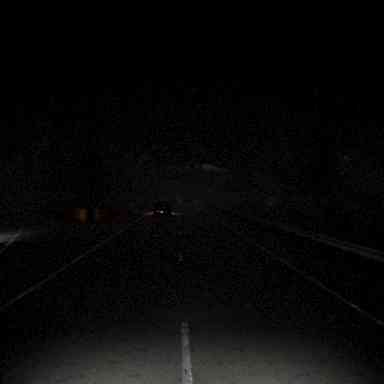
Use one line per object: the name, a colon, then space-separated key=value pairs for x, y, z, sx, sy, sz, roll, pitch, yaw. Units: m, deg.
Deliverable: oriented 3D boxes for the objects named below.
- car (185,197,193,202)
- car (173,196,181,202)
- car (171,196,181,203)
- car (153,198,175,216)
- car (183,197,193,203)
car: x=-0.689 y=2.100 z=93.166 sx=1.895 sy=1.301 sz=4.718 roll=1 pitch=0 yaw=4
car: x=-4.210 y=1.959 z=92.907 sx=1.812 sy=1.442 sz=4.674 roll=1 pitch=0 yaw=4
car: x=-4.614 y=2.026 z=82.586 sx=2.128 sy=1.511 sz=4.902 roll=1 pitch=0 yaw=2
car: x=-3.030 y=1.703 z=34.668 sx=1.837 sy=1.490 sz=4.892 roll=1 pitch=0 yaw=-2
car: x=-1.103 y=2.080 z=82.999 sx=1.812 sy=1.442 sz=4.674 roll=1 pitch=0 yaw=2
